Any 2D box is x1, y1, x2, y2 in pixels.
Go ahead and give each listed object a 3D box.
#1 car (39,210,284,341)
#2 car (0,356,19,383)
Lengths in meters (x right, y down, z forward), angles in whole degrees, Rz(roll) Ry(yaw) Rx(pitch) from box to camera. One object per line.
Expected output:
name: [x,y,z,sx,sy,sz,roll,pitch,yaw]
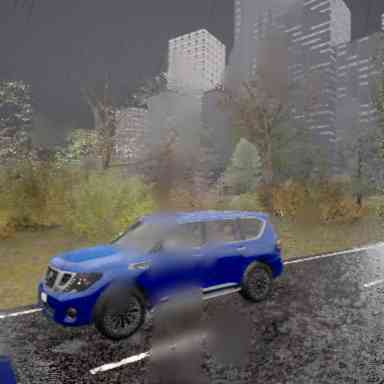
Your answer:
car: [-0.345,1.490,7.454,5.566,2.045,2.150,0,-1,-35]
car: [-3.250,1.691,1.370,4.718,1.301,1.895,5,-3,-35]
